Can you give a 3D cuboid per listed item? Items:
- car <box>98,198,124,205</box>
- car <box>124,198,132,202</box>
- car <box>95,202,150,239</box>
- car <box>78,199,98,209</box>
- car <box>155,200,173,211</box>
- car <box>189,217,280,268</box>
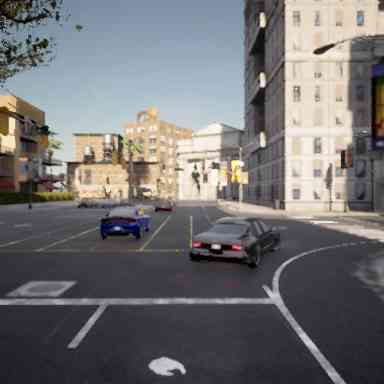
[{"bbox_3d":[-11.535,1.647,47.478,1.812,1.442,4.674,0,0,1],"label":"car"},{"bbox_3d":[-11.530,1.745,56.595,1.895,1.301,4.718,0,0,0],"label":"car"},{"bbox_3d":[-3.404,1.523,17.631,1.882,1.535,5.008,0,0,0],"label":"car"},{"bbox_3d":[-15.018,1.687,48.306,1.994,1.385,4.181,0,0,0],"label":"car"},{"bbox_3d":[-3.409,1.670,41.430,1.994,1.385,4.181,0,0,0],"label":"car"},{"bbox_3d":[1.716,1.578,11.541,2.033,1.411,5.357,0,0,24],"label":"car"}]
